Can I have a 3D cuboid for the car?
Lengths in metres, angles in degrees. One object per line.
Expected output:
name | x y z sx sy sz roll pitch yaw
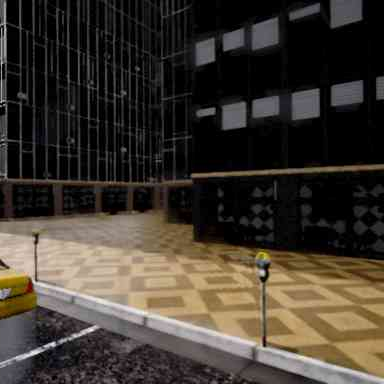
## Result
car | -4.873 1.550 6.357 4.829 1.417 1.752 0 -1 36
